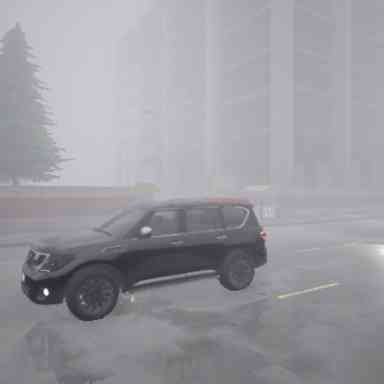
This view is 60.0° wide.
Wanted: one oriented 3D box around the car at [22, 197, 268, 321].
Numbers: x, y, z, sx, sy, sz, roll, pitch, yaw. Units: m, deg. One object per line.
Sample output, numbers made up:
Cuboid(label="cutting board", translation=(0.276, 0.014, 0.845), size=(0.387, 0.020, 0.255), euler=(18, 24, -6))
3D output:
Cuboid(label="car", translation=(-0.764, 1.223, 7.610), size=(5.566, 2.045, 2.150), euler=(0, 0, -32))

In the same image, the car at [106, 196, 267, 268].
Cuboid(label="car", translation=(-0.074, 1.221, 12.174), size=(5.566, 2.045, 2.150), euler=(0, 0, -32))
